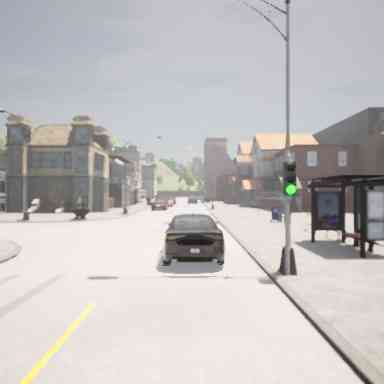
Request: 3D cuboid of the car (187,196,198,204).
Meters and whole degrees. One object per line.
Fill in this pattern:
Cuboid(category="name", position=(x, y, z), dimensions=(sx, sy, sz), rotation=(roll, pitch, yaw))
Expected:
Cuboid(category="car", position=(0.121, 1.585, 65.117), dimensions=(1.882, 1.535, 5.008), rotation=(0, 0, 0))

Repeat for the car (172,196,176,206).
Cuboid(category="car", position=(-4.049, 1.437, 51.742), dimensions=(2.097, 1.767, 4.553), rotation=(0, 0, 0))

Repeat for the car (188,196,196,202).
Cuboid(category="car", position=(0.025, 1.628, 77.931), dimensions=(1.837, 1.490, 4.892), rotation=(0, 0, 0))

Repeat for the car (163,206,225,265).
Cuboid(category="car", position=(-0.018, 1.497, 11.818), dimensions=(1.882, 1.535, 5.008), rotation=(0, 0, -2))

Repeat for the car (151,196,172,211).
Cuboid(category="car", position=(-4.081, 1.562, 42.642), dimensions=(2.128, 1.511, 4.902), rotation=(0, 0, 0))
